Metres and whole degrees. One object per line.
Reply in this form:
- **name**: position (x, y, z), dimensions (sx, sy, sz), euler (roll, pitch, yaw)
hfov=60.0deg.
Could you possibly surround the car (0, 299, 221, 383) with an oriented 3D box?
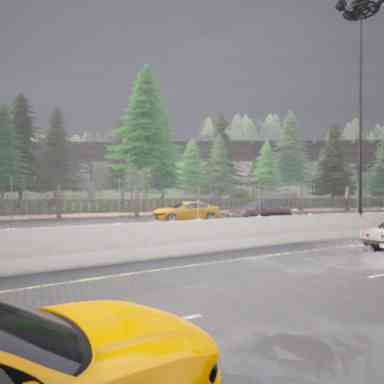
- **car**: position (-2.005, 1.460, 2.197), dimensions (5.008, 1.535, 1.882), euler (0, 0, -36)

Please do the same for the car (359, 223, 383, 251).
- **car**: position (8.715, 1.610, 12.644), dimensions (4.718, 1.301, 1.895), euler (0, 0, -27)

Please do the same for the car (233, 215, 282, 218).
- **car**: position (4.483, 1.315, 22.375), dimensions (4.553, 1.767, 2.097), euler (0, 0, -26)

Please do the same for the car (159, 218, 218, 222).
- **car**: position (-0.338, 1.413, 23.890), dimensions (5.008, 1.535, 1.882), euler (0, 0, -28)
